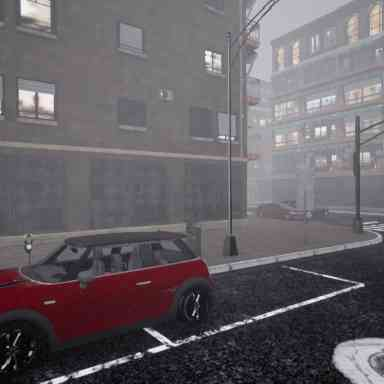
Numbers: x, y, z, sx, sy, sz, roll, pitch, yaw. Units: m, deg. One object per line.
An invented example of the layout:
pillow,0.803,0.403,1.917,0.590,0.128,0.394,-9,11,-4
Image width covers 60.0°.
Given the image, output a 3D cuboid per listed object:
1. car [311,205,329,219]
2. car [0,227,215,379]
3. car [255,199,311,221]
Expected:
car,8.918,1.348,27.726,1.882,1.535,5.008,-1,1,-35
car,-1.662,1.440,5.432,4.097,1.590,1.967,0,0,-35
car,6.831,1.473,26.206,1.802,1.307,4.206,0,0,-35
